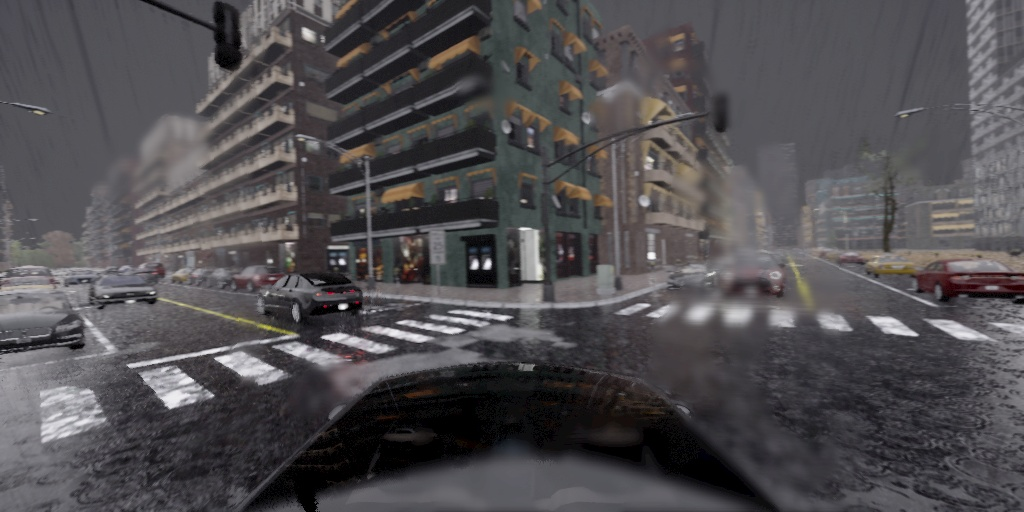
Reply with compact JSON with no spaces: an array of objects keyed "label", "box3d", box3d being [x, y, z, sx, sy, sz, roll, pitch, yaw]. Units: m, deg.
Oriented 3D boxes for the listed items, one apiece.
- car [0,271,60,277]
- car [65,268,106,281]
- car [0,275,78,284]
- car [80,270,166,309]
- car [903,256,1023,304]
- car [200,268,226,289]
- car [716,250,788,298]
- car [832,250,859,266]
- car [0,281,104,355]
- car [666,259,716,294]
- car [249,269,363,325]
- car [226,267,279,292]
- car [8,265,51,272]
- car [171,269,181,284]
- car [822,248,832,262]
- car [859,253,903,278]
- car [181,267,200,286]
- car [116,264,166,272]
[{"label":"car","box3d":[-24.879,1.720,18.503,4.507,1.381,1.888,0,0,37]},{"label":"car","box3d":[-36.987,1.926,30.881,4.181,1.385,1.994,-1,1,37]},{"label":"car","box3d":[-15.828,1.544,11.728,4.829,1.417,1.751,0,0,37]},{"label":"car","box3d":[-18.303,1.580,16.796,5.357,1.411,2.033,-1,1,37]},{"label":"car","box3d":[15.470,0.752,12.302,1.888,1.381,4.507,0,0,37]},{"label":"car","box3d":[-19.833,1.551,25.192,4.403,1.370,2.007,0,0,37]},{"label":"car","box3d":[10.486,0.733,15.431,2.097,1.767,4.553,-2,0,38]},{"label":"car","box3d":[32.261,0.212,34.278,1.802,1.307,4.207,0,0,37]},{"label":"car","box3d":[-11.508,1.491,8.493,4.403,1.370,2.007,0,0,37]},{"label":"car","box3d":[8.816,0.989,17.392,2.007,1.370,4.403,0,0,37]},{"label":"car","box3d":[-6.982,1.305,12.267,4.892,1.490,1.837,-1,0,38]},{"label":"car","box3d":[-15.376,1.362,21.855,4.097,1.591,1.967,0,0,37]},{"label":"car","box3d":[-29.336,1.568,21.839,5.009,1.841,2.192,0,0,37]},{"label":"car","box3d":[-28.882,1.684,31.966,4.829,1.417,1.751,0,0,37]},{"label":"car","box3d":[39.081,-0.072,43.204,1.751,1.417,4.829,0,0,37]},{"label":"car","box3d":[22.290,0.500,21.227,1.751,1.417,4.829,0,0,37]},{"label":"car","box3d":[-24.289,1.630,28.528,4.403,1.370,2.007,0,0,37]},{"label":"car","box3d":[-32.500,1.743,31.352,4.902,1.511,2.128,-1,1,37]}]
